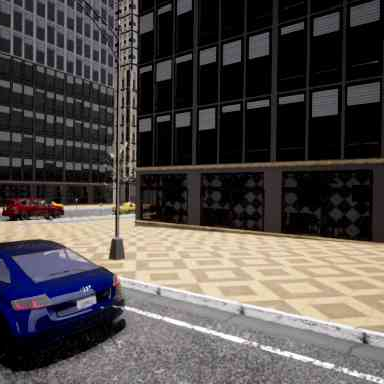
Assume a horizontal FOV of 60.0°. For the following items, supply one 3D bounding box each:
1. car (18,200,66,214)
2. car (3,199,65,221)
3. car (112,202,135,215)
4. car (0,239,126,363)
[{"bbox_3d":[-17.308,1.643,38.510,1.752,1.417,4.829,1,0,36],"label":"car"},{"bbox_3d":[-13.778,1.520,29.147,2.192,1.841,5.009,1,0,36],"label":"car"},{"bbox_3d":[-7.013,1.830,38.383,1.752,1.417,4.829,1,0,36],"label":"car"},{"bbox_3d":[-3.181,1.561,5.935,4.181,1.385,1.994,0,0,34],"label":"car"}]
